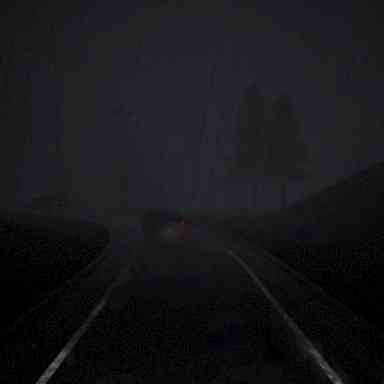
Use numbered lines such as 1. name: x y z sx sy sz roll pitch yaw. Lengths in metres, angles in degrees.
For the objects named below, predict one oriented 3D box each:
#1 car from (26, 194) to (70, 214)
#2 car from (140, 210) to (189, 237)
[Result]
1. car: -15.731 1.265 36.249 5.566 2.045 2.150 -1 -1 32
2. car: -1.671 1.622 18.276 1.895 1.301 4.718 0 0 -16
